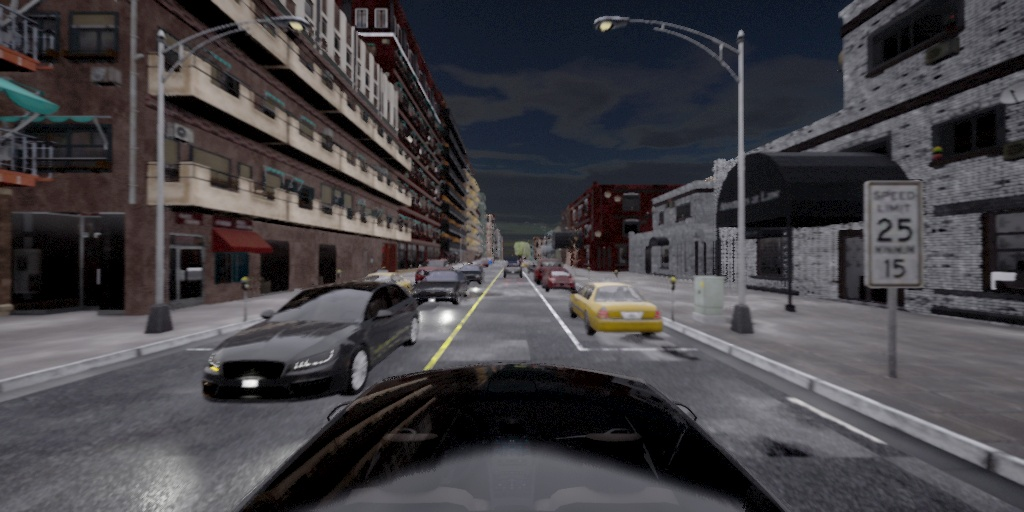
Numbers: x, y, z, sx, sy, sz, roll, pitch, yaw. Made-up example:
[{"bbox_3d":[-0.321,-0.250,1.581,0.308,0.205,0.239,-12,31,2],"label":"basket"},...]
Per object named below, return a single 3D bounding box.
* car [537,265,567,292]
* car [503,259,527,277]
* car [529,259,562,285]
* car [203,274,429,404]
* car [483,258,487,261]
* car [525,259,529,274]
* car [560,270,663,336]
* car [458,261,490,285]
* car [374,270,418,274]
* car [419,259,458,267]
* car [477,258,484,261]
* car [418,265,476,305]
[{"bbox_3d":[2.687,1.385,21.259,1.802,1.307,4.207,0,0,0],"label":"car"},{"bbox_3d":[0.094,1.343,36.511,2.128,1.511,4.902,0,0,0],"label":"car"},{"bbox_3d":[2.686,1.135,26.798,2.192,1.841,5.009,0,0,0],"label":"car"},{"bbox_3d":[-3.096,1.267,6.683,1.837,1.490,4.892,0,0,0],"label":"car"},{"bbox_3d":[-5.701,1.379,60.030,1.967,1.591,4.097,0,0,0],"label":"car"},{"bbox_3d":[2.683,1.427,43.415,2.007,1.370,4.403,0,0,0],"label":"car"},{"bbox_3d":[2.689,1.297,10.350,1.751,1.417,4.829,0,0,0],"label":"car"},{"bbox_3d":[-3.077,1.370,27.609,2.033,1.411,5.357,0,0,0],"label":"car"},{"bbox_3d":[-5.694,1.312,15.547,1.751,1.417,4.829,0,0,0],"label":"car"},{"bbox_3d":[-5.695,1.135,26.796,2.192,1.841,5.009,0,0,0],"label":"car"},{"bbox_3d":[-5.700,1.463,54.492,1.888,1.381,4.507,0,0,0],"label":"car"},{"bbox_3d":[-3.086,1.336,16.527,2.033,1.411,5.357,0,0,0],"label":"car"}]
